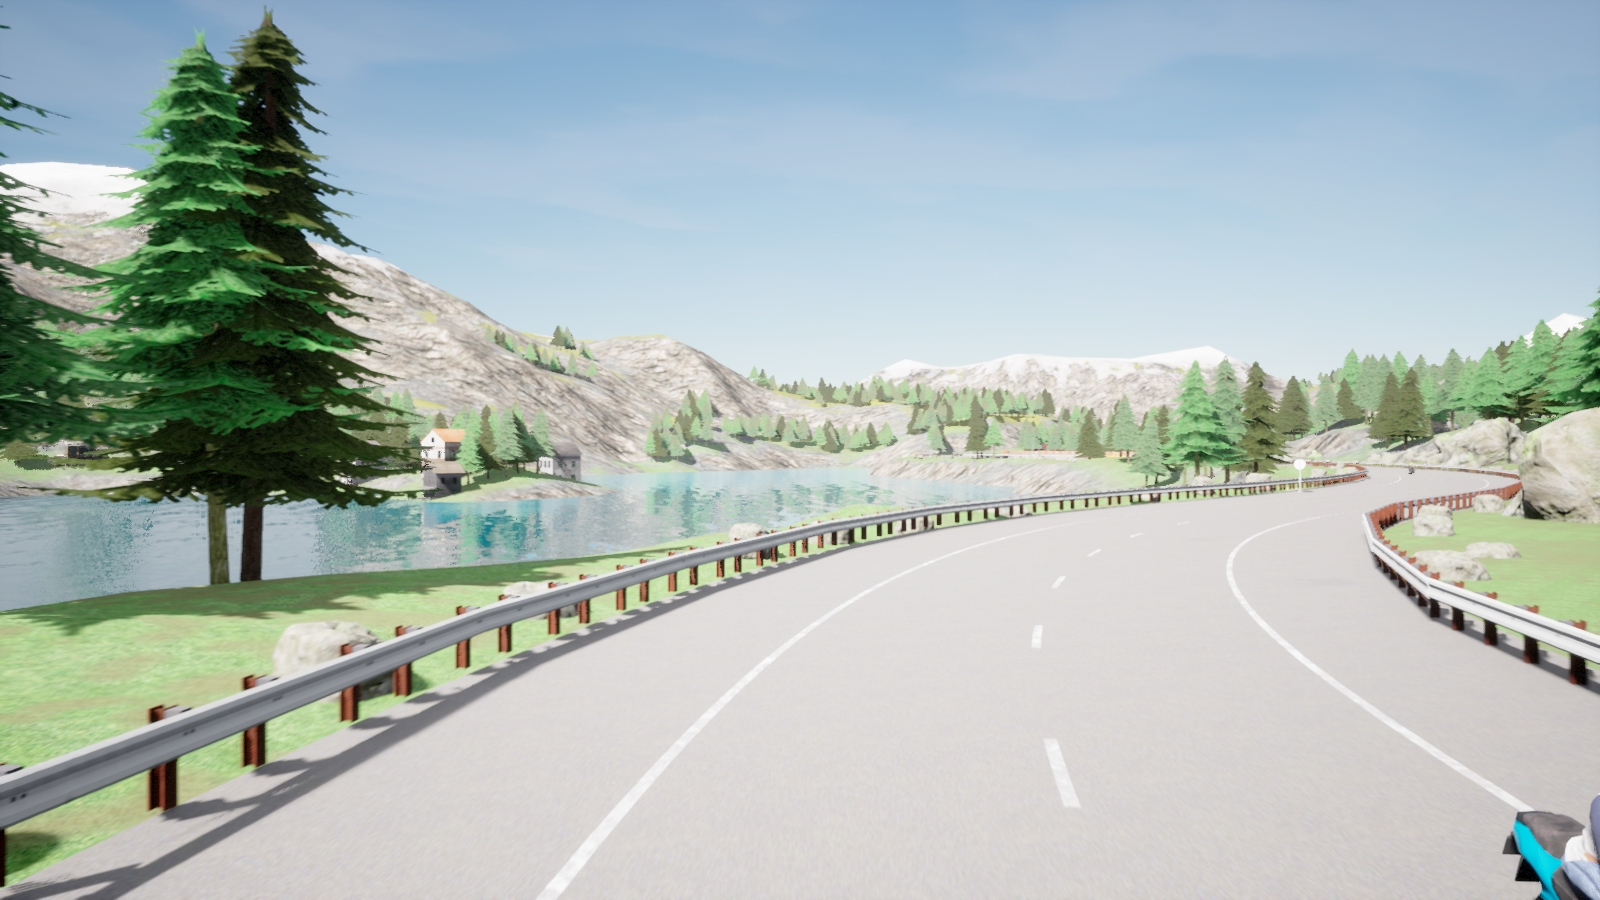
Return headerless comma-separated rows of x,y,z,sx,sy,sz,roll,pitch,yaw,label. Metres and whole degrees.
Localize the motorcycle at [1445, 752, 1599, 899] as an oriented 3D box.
3.662,2.178,4.874,0.803,1.217,2.033,1,0,4,motorcycle
